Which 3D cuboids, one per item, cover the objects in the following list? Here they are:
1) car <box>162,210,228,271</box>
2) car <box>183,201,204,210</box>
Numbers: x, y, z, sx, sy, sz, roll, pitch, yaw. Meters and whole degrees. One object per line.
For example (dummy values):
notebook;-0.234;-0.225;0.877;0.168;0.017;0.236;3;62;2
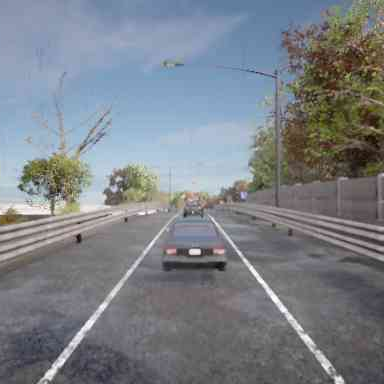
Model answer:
car;0.076;1.556;10.875;2.033;1.411;5.357;0;0;0
car;0.150;1.664;32.314;2.128;1.511;4.902;0;-1;0
